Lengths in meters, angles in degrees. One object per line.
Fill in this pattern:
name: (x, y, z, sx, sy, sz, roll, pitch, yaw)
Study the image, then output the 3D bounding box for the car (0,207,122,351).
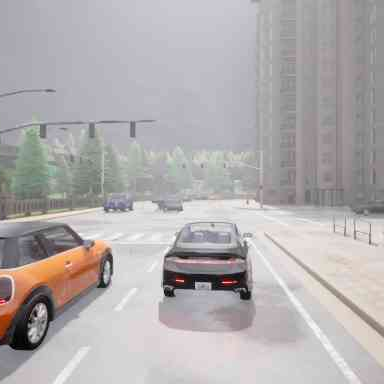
car: (-3.106, 1.352, 6.444, 2.097, 1.767, 4.553, 0, 0, 4)

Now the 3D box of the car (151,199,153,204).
car: (-6.387, 1.547, 63.667, 2.033, 1.411, 5.357, 0, 0, 5)

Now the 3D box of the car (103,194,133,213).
car: (-8.220, 1.222, 37.613, 2.150, 2.045, 5.566, 0, 0, 4)

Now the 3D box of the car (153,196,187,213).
car: (-2.580, 1.519, 37.564, 1.837, 1.490, 4.892, -2, 1, -22)

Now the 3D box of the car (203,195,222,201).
car: (5.815, 1.476, 85.922, 1.882, 1.535, 5.008, 0, 0, 43)

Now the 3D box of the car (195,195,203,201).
car: (2.344, 1.478, 87.244, 1.882, 1.535, 5.008, 0, 0, 38)

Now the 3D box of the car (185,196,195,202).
car: (-1.560, 1.540, 72.625, 2.033, 1.411, 5.357, 0, 0, 15)

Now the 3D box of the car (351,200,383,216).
car: (18.463, 1.560, 33.159, 4.892, 1.490, 1.837, 0, 0, 3)

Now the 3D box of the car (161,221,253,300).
car: (0.500, 1.492, 8.443, 2.128, 1.511, 4.902, 0, 0, 7)

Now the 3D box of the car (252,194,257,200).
car: (18.795, 1.355, 90.932, 4.553, 1.767, 2.097, 0, 0, -20)

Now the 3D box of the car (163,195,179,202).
car: (-4.665, 1.478, 74.388, 1.882, 1.535, 5.008, 0, 0, 15)
